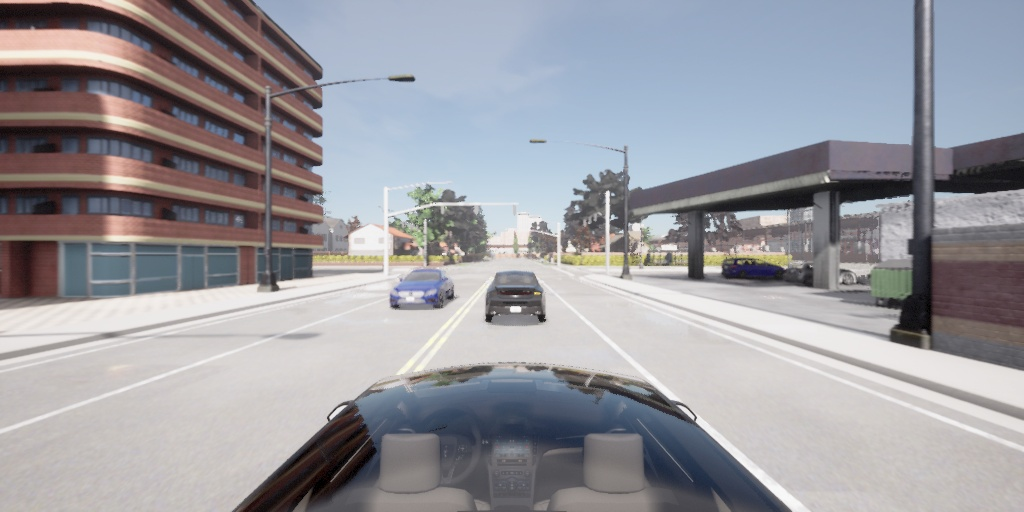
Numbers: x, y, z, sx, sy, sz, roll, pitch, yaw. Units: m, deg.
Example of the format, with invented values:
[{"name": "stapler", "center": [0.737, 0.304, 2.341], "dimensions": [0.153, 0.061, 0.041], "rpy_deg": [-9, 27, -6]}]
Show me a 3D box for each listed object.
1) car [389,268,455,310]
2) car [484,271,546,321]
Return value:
[{"name": "car", "center": [-3.525, 1.256, 14.854], "dimensions": [1.812, 1.442, 4.674], "rpy_deg": [0, 0, 1]}, {"name": "car", "center": [0.102, 1.239, 12.396], "dimensions": [1.837, 1.490, 4.892], "rpy_deg": [0, 0, 0]}]
